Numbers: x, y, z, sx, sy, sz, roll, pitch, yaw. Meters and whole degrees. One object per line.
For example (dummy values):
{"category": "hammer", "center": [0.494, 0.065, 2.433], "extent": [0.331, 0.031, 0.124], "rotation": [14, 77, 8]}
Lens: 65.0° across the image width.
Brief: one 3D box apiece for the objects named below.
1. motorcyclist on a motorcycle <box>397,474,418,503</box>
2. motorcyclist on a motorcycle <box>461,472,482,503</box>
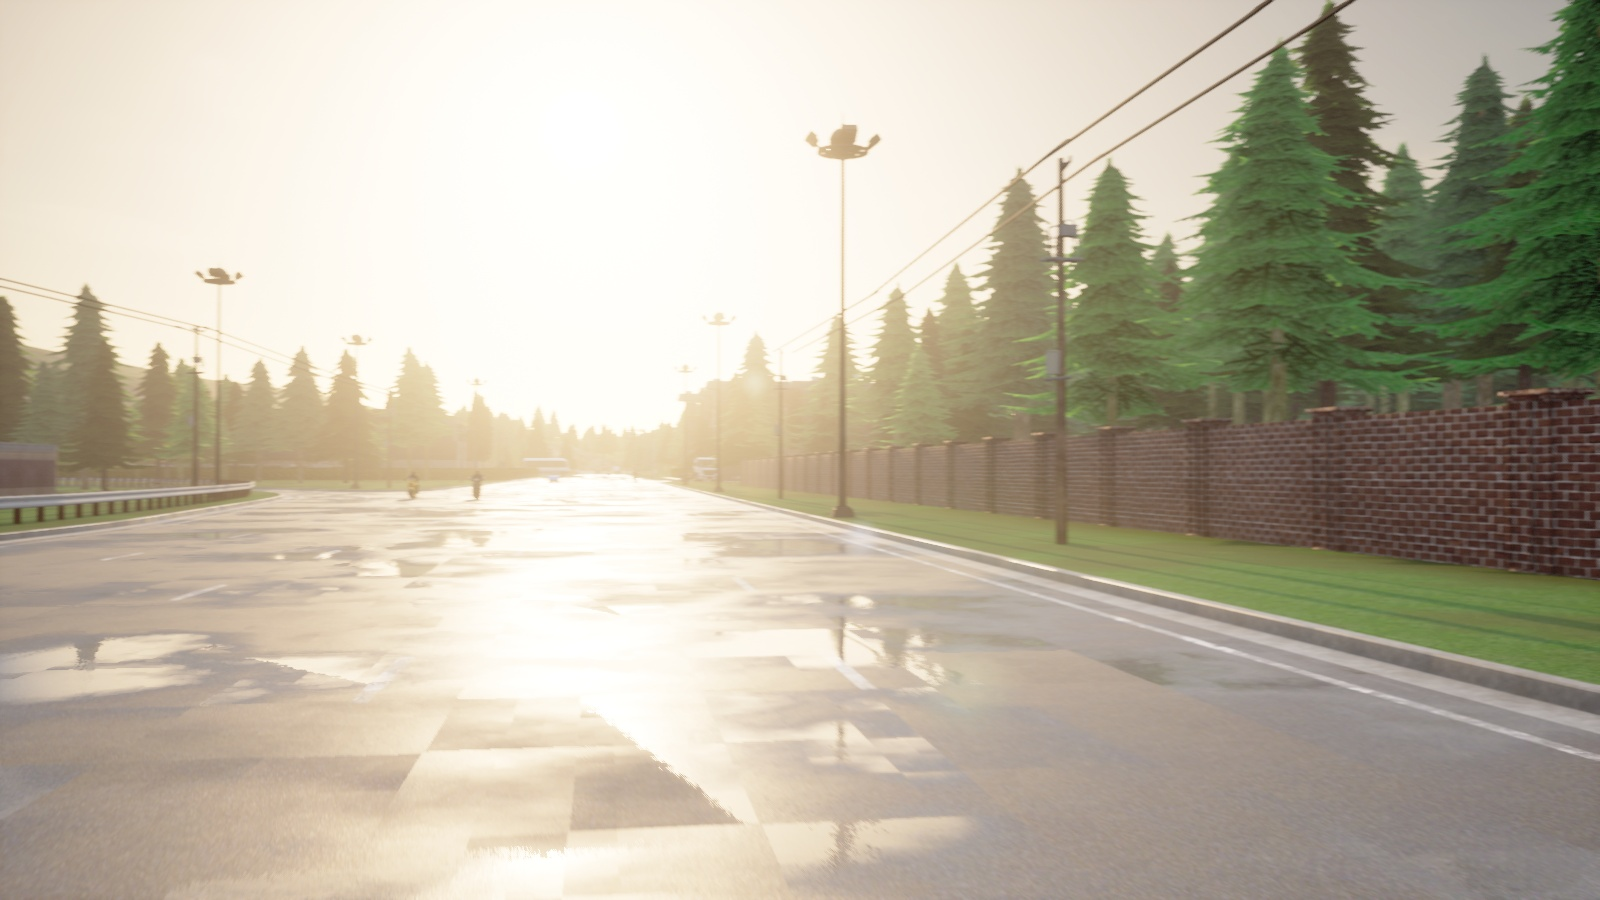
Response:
{"category": "motorcyclist on a motorcycle", "center": [-21.136, 2.053, 67.601], "extent": [0.797, 1.523, 2.044], "rotation": [0, -1, -9]}
{"category": "motorcyclist on a motorcycle", "center": [-17.487, 1.990, 66.874], "extent": [0.866, 1.590, 1.817], "rotation": [0, -1, -9]}
